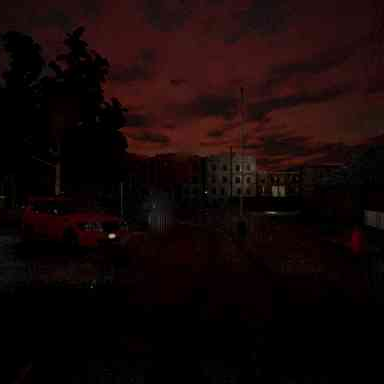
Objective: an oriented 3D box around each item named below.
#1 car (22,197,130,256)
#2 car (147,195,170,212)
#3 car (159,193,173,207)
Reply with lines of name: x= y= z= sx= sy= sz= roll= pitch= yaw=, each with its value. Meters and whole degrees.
car: x=-4.906 y=1.223 z=13.624 sx=5.566 sy=2.045 sz=2.150 roll=0 pitch=-2 yaw=41
car: x=-4.139 y=1.491 z=39.465 sx=2.128 sy=1.511 sz=4.902 roll=0 pitch=0 yaw=0
car: x=-4.118 y=1.221 z=50.054 sx=2.150 sy=2.045 sz=5.566 roll=0 pitch=0 yaw=1
